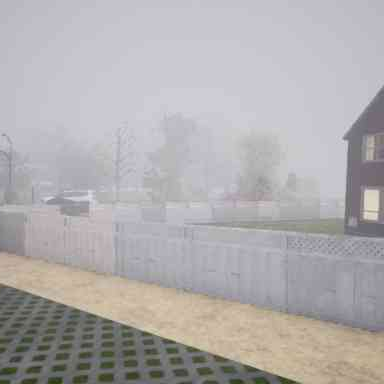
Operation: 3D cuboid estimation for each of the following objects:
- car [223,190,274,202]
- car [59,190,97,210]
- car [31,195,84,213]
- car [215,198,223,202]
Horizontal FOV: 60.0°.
[{"bbox_3d":[6.828,0.842,38.495,5.566,2.045,2.150,0,2,-18],"label":"car"},{"bbox_3d":[-12.997,0.860,35.297,5.566,2.045,2.150,-1,2,-18],"label":"car"},{"bbox_3d":[-13.110,1.288,31.850,4.674,1.442,1.812,-1,2,-18],"label":"car"},{"bbox_3d":[5.290,0.991,41.412,5.008,1.535,1.882,0,2,-18],"label":"car"}]
